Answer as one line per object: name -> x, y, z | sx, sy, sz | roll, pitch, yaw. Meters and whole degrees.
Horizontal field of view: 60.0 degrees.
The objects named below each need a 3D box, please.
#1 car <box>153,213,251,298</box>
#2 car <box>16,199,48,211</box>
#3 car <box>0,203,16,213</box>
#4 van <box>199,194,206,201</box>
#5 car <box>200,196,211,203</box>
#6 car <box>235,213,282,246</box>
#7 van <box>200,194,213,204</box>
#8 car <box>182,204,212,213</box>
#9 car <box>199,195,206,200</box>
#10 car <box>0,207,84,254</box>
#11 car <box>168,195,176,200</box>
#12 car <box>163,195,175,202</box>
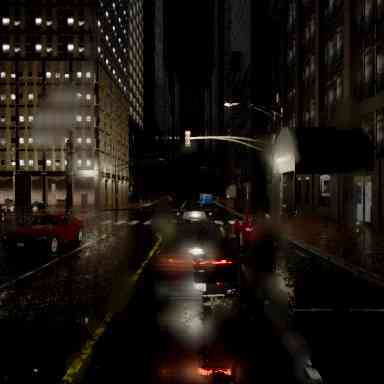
car -> 0.111, 1.504, 8.518 | 1.837, 1.490, 4.892 | 0, 0, 0
car -> -18.469, 1.499, 37.246 | 4.403, 1.369, 2.008 | 0, 0, 1
car -> -18.568, 1.308, 28.864 | 5.009, 1.841, 2.192 | 0, 0, 1
van -> 2.809, 1.313, 86.947 | 1.690, 1.788, 3.998 | 0, 0, 0
car -> 2.785, 1.534, 69.857 | 2.008, 1.369, 4.403 | 0, 0, 0
car -> 2.835, 1.580, 14.871 | 1.802, 1.307, 4.206 | 0, 0, 0
van -> 2.768, 1.329, 58.464 | 1.690, 1.788, 3.998 | 0, 0, 0
car -> 0.125, 1.562, 17.394 | 1.994, 1.385, 4.181 | 0, 0, 0
car -> 2.818, 1.550, 92.644 | 1.802, 1.307, 4.206 | 0, 0, 0
car -> -5.806, 1.543, 13.507 | 1.887, 1.381, 4.507 | 0, 0, 0
car -> -5.563, 1.534, 92.657 | 1.947, 1.339, 4.313 | 0, 0, 0
car -> -5.587, 1.524, 75.566 | 1.887, 1.381, 4.507 | 0, 0, 0
